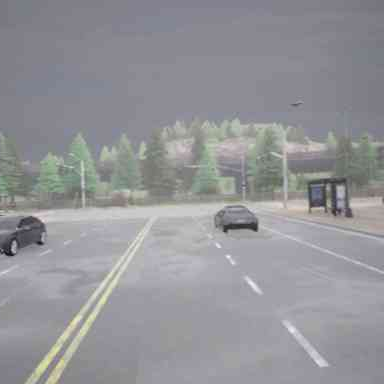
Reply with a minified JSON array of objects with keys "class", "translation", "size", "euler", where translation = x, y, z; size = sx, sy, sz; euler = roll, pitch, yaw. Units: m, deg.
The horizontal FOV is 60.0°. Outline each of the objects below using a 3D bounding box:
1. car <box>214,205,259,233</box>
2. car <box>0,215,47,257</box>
[{"class":"car","translation":[2.459,1.470,19.298],"size":[1.994,1.385,4.181],"euler":[-2,0,-3]},{"class":"car","translation":[-7.834,1.780,14.266],"size":[1.837,1.490,4.892],"euler":[-2,0,-3]}]
